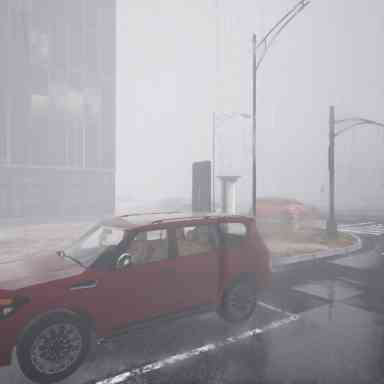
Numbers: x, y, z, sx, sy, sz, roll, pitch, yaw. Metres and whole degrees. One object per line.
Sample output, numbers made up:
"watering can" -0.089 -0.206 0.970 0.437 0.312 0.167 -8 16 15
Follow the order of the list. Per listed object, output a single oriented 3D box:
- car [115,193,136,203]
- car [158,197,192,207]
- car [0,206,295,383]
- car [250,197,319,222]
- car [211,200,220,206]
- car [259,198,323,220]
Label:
"car" -10.357 0.940 51.725 1.812 1.442 4.674 0 0 -36
"car" -1.484 1.194 34.139 2.033 1.411 5.357 0 1 -36
"car" -0.818 1.315 5.592 5.009 1.841 2.192 0 0 -35
"car" 6.207 1.160 23.683 2.097 1.767 4.553 0 1 -35
"car" 0.842 1.196 36.462 2.033 1.411 5.357 0 1 -37
"car" 7.879 1.300 26.940 1.837 1.490 4.892 0 1 -36
